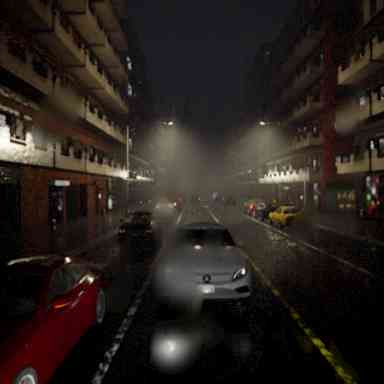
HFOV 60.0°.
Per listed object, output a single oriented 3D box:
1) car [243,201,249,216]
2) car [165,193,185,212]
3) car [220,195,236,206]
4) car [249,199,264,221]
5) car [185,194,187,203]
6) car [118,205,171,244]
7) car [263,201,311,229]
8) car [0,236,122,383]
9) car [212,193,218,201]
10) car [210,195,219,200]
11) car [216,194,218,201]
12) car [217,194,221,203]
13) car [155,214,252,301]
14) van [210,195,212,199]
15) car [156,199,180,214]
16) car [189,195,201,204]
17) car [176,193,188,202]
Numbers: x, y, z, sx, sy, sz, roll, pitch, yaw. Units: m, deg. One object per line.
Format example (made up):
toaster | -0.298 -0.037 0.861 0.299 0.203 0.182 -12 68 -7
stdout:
car | 6.140 1.400 32.350 1.967 1.590 4.097 -1 0 0
car | -2.223 1.268 38.008 2.192 1.841 5.009 -1 0 0
car | 6.216 1.500 54.758 1.947 1.339 4.313 -1 0 0
car | 6.124 1.532 26.748 1.947 1.339 4.313 -1 0 0
car | -2.127 1.472 66.019 2.008 1.369 4.403 -1 0 0
car | -2.293 1.531 15.601 2.008 1.369 4.403 -1 0 0
car | 6.105 1.499 21.316 1.752 1.417 4.829 -1 0 0
car | -2.330 1.576 4.396 1.802 1.307 4.206 -1 0 0
car | 6.288 1.349 77.167 1.967 1.590 4.097 -1 0 0
car | 6.346 1.442 93.972 2.008 1.369 4.403 -1 0 0
car | 6.253 1.446 66.133 1.752 1.417 4.829 -1 0 0
car | 6.234 1.478 60.361 2.008 1.369 4.403 -1 0 0
car | 0.283 1.515 8.420 1.812 1.442 4.674 0 0 0
van | 6.324 1.238 88.370 1.690 1.788 3.998 -1 0 0
car | -2.256 1.517 26.805 2.008 1.369 4.403 -1 0 0
car | 0.565 1.275 63.534 2.097 1.767 4.553 0 0 0
car | -2.112 1.230 71.621 2.192 1.841 5.009 -1 0 0
